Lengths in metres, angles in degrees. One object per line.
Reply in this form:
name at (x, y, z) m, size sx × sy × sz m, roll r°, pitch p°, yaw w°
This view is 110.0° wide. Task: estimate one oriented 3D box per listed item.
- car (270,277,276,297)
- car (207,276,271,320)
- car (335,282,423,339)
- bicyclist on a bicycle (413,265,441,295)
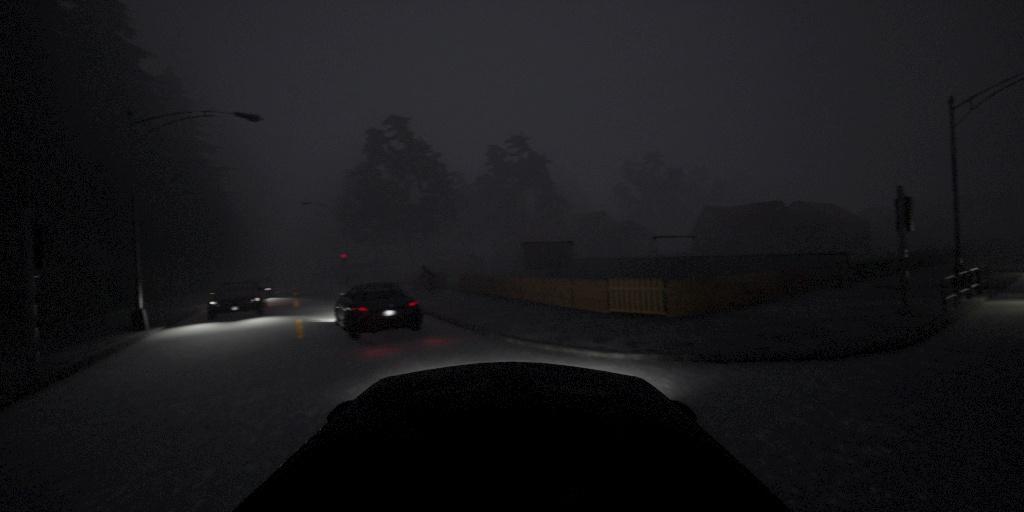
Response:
car at (-17.789, 2.145, 25.283) m, size 2.033 × 1.411 × 5.357 m, roll -3°, pitch 0°, yaw -31°
car at (-12.258, 1.857, 16.223) m, size 1.812 × 1.442 × 4.674 m, roll -3°, pitch 0°, yaw -32°
car at (-4.273, 1.523, 11.171) m, size 1.994 × 1.385 × 4.181 m, roll -3°, pitch 0°, yaw -31°
bicyclist on a bicycle at (-4.747, 1.343, 20.003) m, size 1.656 × 1.620 × 0.582 m, roll -3°, pitch 0°, yaw -31°
